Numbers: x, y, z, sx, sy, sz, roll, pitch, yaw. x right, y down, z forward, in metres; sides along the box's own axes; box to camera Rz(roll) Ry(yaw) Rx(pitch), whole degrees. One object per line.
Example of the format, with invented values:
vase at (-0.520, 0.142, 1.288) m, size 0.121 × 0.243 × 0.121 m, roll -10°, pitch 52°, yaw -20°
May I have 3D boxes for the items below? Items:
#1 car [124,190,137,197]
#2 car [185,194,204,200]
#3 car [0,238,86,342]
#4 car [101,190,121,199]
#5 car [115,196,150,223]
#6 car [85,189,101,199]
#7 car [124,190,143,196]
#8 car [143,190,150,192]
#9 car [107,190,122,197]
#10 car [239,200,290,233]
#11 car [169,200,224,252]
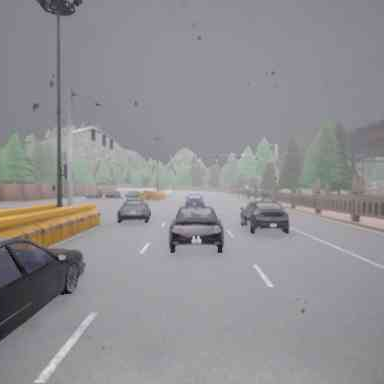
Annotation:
car at (-13.617, 0.310, 73.475) m, size 1.895 × 1.301 × 4.718 m, roll 0°, pitch 1°, yaw 0°
car at (0.270, 0.927, 34.134) m, size 1.812 × 1.442 × 4.674 m, roll 0°, pitch 1°, yaw 0°
car at (-3.381, 1.453, 5.231) m, size 2.033 × 1.411 × 5.357 m, roll 0°, pitch 1°, yaw 0°
car at (-13.741, 0.587, 57.894) m, size 1.895 × 1.301 × 4.718 m, roll 0°, pitch 1°, yaw 1°
car at (-3.839, 1.177, 22.021) m, size 1.994 × 1.385 × 4.181 m, roll 0°, pitch 1°, yaw -8°
car at (-17.234, 0.326, 58.630) m, size 2.097 × 1.767 × 4.553 m, roll 0°, pitch 1°, yaw 1°
car at (-10.244, 0.489, 58.070) m, size 1.837 × 1.490 × 4.892 m, roll 0°, pitch 1°, yaw 1°
car at (-10.117, 0.242, 73.368) m, size 2.128 × 1.511 × 4.902 m, roll 0°, pitch 1°, yaw 0°
car at (-17.115, 0.249, 73.775) m, size 2.033 × 1.411 × 5.357 m, roll 0°, pitch 1°, yaw 0°
car at (3.679, 1.200, 17.379) m, size 1.837 × 1.490 × 4.892 m, roll 0°, pitch 1°, yaw 0°
car at (0.155, 1.266, 12.713) m, size 2.128 × 1.511 × 4.902 m, roll 0°, pitch 1°, yaw 0°
